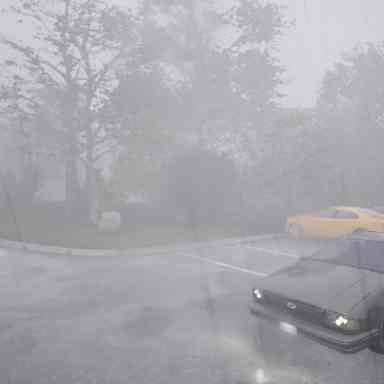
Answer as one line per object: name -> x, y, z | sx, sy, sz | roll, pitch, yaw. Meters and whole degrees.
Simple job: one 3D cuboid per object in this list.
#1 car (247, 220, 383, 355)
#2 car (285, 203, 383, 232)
car -> 3.508, 1.490, 6.186 | 5.357, 1.411, 2.033 | -1, 0, -35
car -> 6.358, 1.365, 14.336 | 2.097, 1.535, 5.008 | -1, 0, -35
